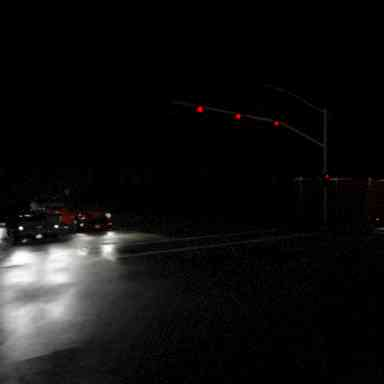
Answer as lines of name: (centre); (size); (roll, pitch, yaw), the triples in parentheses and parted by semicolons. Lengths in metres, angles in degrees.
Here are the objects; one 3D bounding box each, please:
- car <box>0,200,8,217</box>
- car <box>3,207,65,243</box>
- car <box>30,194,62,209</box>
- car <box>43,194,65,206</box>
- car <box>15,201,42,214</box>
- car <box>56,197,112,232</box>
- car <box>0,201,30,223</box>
car: (-19.387, 1.561, 32.509); (1.837, 1.490, 4.892); (0, 0, -36)
car: (-7.956, 1.642, 16.487); (1.895, 1.301, 4.718); (0, 0, -34)
car: (-12.284, 1.274, 28.600); (2.150, 2.045, 5.566); (0, 0, -36)
car: (-23.617, 1.301, 56.757); (2.150, 2.045, 5.566); (0, 0, -36)
car: (-18.145, 1.661, 36.793); (1.895, 1.301, 4.718); (0, 0, -36)
car: (-6.701, 1.397, 20.816); (2.097, 1.767, 4.553); (0, 0, -36)
car: (-13.353, 1.553, 24.085); (1.837, 1.490, 4.892); (0, 0, -36)
